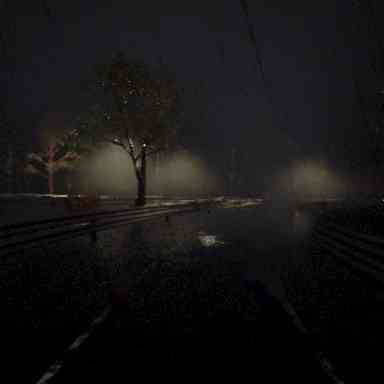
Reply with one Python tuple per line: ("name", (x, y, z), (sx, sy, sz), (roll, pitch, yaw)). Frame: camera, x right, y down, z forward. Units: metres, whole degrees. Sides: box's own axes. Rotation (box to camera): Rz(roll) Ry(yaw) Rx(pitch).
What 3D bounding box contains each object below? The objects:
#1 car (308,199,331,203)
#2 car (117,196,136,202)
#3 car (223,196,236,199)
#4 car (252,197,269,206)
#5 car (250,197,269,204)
("car", (33.192, 2.580, 86.536), (4.902, 1.511, 2.128), (1, 0, -42))
("car", (-10.466, 1.342, 56.934), (4.674, 1.442, 1.812), (2, 0, -42))
("car", (8.230, 1.728, 68.933), (4.553, 1.767, 2.097), (1, 0, -42))
("car", (15.228, 1.933, 70.491), (4.553, 1.767, 2.097), (2, 0, -42))
("car", (16.399, 2.051, 80.922), (5.008, 1.535, 1.882), (2, 0, -42))
